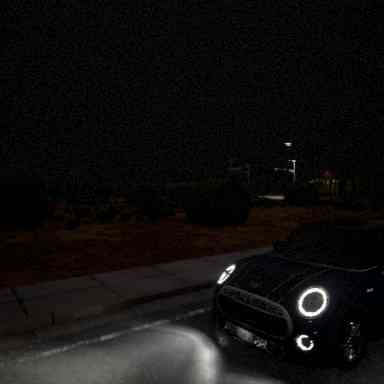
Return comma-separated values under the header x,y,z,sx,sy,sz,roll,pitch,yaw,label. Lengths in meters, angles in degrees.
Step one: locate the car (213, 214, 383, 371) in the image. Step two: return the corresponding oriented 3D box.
x,y,z,sx,sy,sz,roll,pitch,yaw,label
2.551,1.298,5.745,4.553,1.767,2.097,-1,1,-35,car
